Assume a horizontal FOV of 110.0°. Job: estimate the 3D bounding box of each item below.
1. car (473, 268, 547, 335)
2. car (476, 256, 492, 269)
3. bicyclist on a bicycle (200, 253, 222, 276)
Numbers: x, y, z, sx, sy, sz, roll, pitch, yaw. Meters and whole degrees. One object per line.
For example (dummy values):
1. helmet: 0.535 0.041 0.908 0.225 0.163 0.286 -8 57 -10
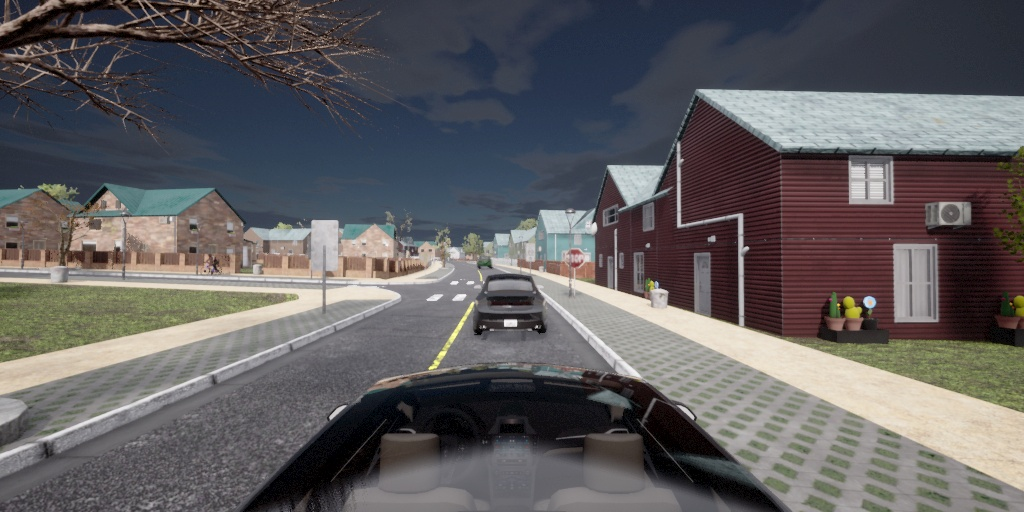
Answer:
1. car: -0.084 1.260 10.519 1.837 1.490 4.892 0 0 -1
2. car: -4.508 0.994 57.784 2.150 2.045 5.566 0 0 -9
3. bicyclist on a bicycle: -22.059 0.640 26.325 0.582 1.620 1.656 1 0 8
